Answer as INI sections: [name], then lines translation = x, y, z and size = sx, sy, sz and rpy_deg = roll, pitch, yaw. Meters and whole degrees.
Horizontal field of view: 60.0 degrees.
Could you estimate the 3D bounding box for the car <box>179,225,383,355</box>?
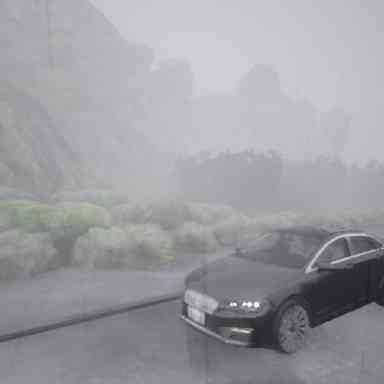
[car]
translation = 2.052, 1.416, 6.060
size = 4.902, 1.511, 2.128
rpy_deg = -1, 1, -35
